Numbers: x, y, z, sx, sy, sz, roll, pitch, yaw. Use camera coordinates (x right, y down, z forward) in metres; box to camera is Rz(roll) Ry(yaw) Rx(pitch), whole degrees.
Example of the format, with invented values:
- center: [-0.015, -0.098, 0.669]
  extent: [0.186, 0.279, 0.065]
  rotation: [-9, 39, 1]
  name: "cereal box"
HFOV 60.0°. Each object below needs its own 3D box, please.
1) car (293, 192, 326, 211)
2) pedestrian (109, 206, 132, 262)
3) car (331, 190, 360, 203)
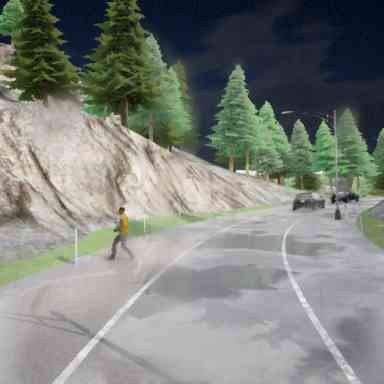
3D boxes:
- center: [11.293, 0.787, 31.877]
  extent: [2.097, 1.767, 4.553]
  rotation: [-3, 0, 36]
  name: "car"
- center: [-2.292, 1.317, 10.829]
  extent: [0.375, 1.860, 0.375]
  rotation: [3, -3, 12]
  name: "pedestrian"
- center: [18.261, 0.532, 39.677]
  extent: [4.674, 1.442, 1.812]
  rotation: [-3, -1, -40]
  name: "car"
